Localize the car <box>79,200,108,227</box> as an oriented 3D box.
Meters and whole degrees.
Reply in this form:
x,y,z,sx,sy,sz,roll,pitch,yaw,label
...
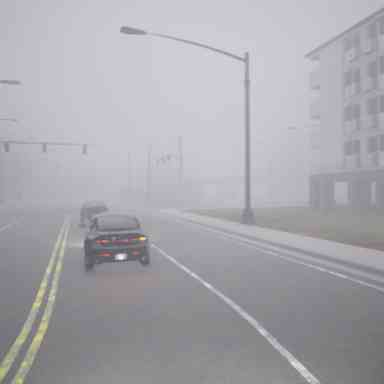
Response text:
x,y,z,sx,sy,sz,roll,pitch,yaw,label
-7.242,1.354,24.541,1.882,1.535,5.008,-1,0,-19,car

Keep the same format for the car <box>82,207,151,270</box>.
x,y,z,sx,sy,sz,roll,pitch,yaw,label
-2.603,1.443,11.023,1.837,1.490,4.892,-1,0,-18,car
